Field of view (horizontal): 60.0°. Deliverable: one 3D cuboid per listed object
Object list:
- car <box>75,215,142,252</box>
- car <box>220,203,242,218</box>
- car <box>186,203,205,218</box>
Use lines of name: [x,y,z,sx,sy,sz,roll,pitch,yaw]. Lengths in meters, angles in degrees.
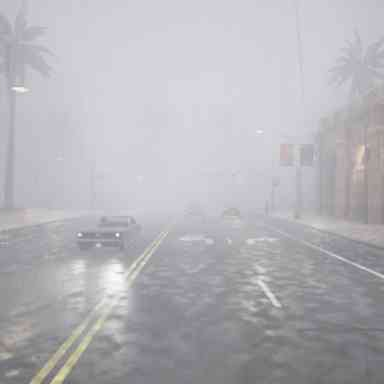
car: [-3.514,1.728,14.779,1.895,1.301,4.718,0,0,1]
car: [3.928,1.818,34.031,1.812,1.442,4.674,0,0,2]
car: [0.394,1.840,34.047,2.033,1.411,5.357,0,0,1]
